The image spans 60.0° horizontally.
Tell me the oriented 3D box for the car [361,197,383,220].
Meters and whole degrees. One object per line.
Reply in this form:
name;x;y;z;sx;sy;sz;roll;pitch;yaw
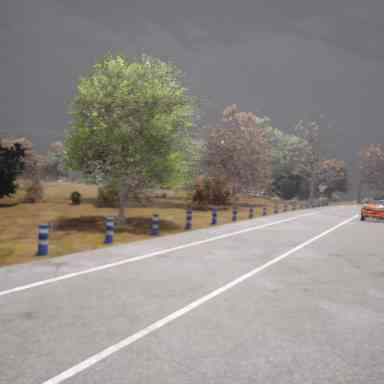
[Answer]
car;14.016;1.199;24.865;2.097;1.767;4.553;4;2;33
